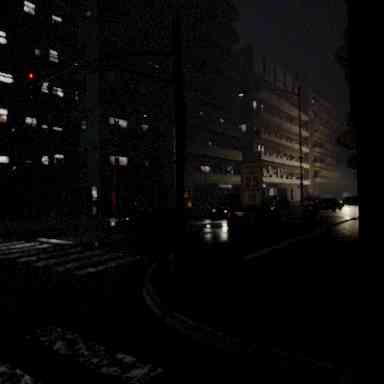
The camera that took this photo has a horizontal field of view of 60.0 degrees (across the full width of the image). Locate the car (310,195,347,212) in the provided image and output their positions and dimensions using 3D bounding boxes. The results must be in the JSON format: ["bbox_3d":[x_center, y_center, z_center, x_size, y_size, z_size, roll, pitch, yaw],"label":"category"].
[{"bbox_3d":[13.612,1.237,33.050,1.947,1.339,4.313,-1,0,36],"label":"car"}]

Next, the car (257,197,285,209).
[{"bbox_3d":[10.171,1.395,42.561,1.947,1.339,4.313,-1,0,36],"label":"car"}]

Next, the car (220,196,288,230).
[{"bbox_3d":[3.703,1.242,19.247,1.967,1.590,4.097,-1,0,36],"label":"car"}]

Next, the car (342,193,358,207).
[{"bbox_3d":[20.277,1.128,42.210,1.887,1.381,4.507,-1,0,36],"label":"car"}]

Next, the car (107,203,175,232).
[{"bbox_3d":[-2.900,1.461,20.212,2.128,1.511,4.902,-2,-1,36],"label":"car"}]

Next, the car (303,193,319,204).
[{"bbox_3d":[20.165,1.015,56.302,2.192,1.841,5.009,-1,0,36],"label":"car"}]

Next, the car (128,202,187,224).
[{"bbox_3d":[-2.513,1.544,25.285,1.887,1.381,4.507,-1,0,36],"label":"car"}]

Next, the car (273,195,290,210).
[{"bbox_3d":[9.168,1.161,36.778,2.097,1.767,4.553,-2,-1,36],"label":"car"}]

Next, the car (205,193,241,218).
[{"bbox_3d":[3.352,1.107,28.818,2.150,2.045,5.566,-2,-1,35],"label":"car"}]
